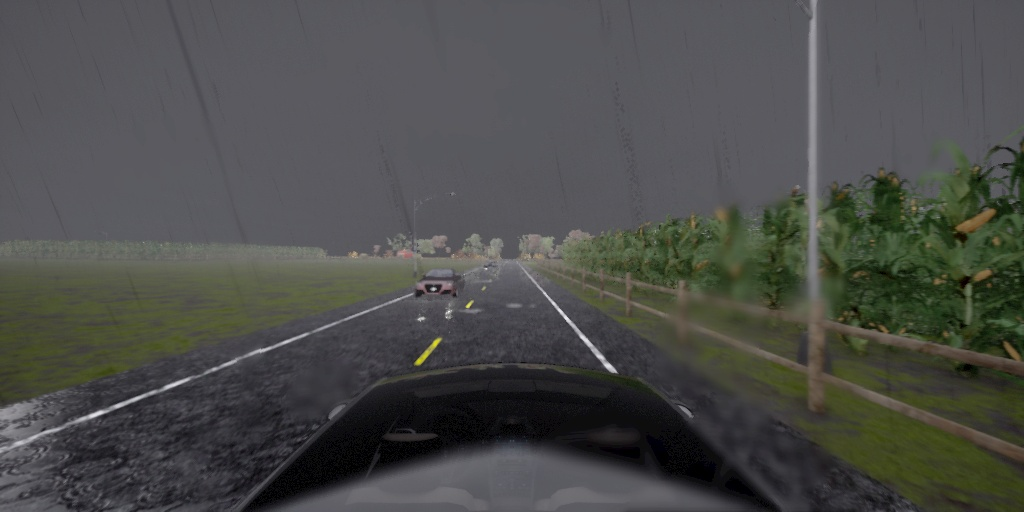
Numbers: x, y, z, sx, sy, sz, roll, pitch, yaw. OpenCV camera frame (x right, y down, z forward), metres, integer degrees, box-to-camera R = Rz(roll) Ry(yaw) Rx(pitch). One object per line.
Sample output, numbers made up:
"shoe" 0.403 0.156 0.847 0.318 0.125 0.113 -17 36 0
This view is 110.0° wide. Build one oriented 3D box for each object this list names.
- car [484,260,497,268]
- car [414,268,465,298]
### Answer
"car" -3.547 1.329 59.560 1.994 1.385 4.181 0 0 1
"car" -3.598 1.320 18.408 1.994 1.385 4.181 0 0 0
